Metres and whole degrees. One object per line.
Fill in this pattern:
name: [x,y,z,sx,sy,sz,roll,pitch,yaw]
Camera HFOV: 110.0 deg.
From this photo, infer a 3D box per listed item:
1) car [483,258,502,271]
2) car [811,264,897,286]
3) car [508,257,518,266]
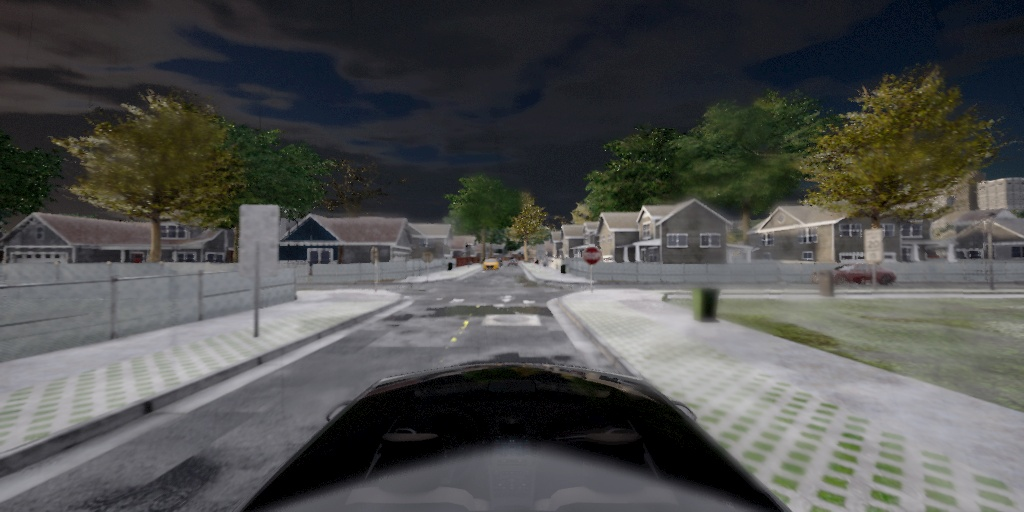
car: [-2.743,1.112,47.099,1.882,1.535,5.008,0,0,0]
car: [22.404,1.225,23.537,4.674,1.442,1.812,0,-1,0]
car: [0.112,1.143,64.439,2.033,1.411,5.357,0,0,0]
